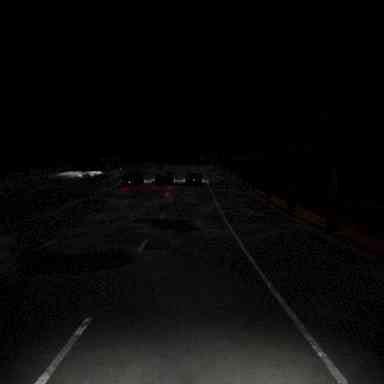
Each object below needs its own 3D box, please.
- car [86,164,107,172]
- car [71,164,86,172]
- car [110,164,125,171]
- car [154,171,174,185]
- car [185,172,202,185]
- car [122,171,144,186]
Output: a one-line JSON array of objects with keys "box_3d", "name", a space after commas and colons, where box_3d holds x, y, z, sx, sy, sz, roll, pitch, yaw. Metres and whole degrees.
[{"box_3d": [-17.220, -4.515, 61.431, 2.033, 1.411, 5.357, 0, 7, 1], "name": "car"}, {"box_3d": [-20.720, -4.454, 61.393, 1.895, 1.301, 4.718, 0, 7, 1], "name": "car"}, {"box_3d": [-13.726, -4.466, 61.456, 1.895, 1.301, 4.718, 0, 7, 1], "name": "car"}, {"box_3d": [-3.287, -1.731, 39.432, 1.812, 1.442, 4.674, 0, 7, 1], "name": "car"}, {"box_3d": [0.210, -1.650, 39.088, 1.994, 1.385, 4.181, 0, 7, 1], "name": "car"}, {"box_3d": [-6.798, -1.643, 38.618, 1.837, 1.490, 4.892, 0, 8, 1], "name": "car"}]
